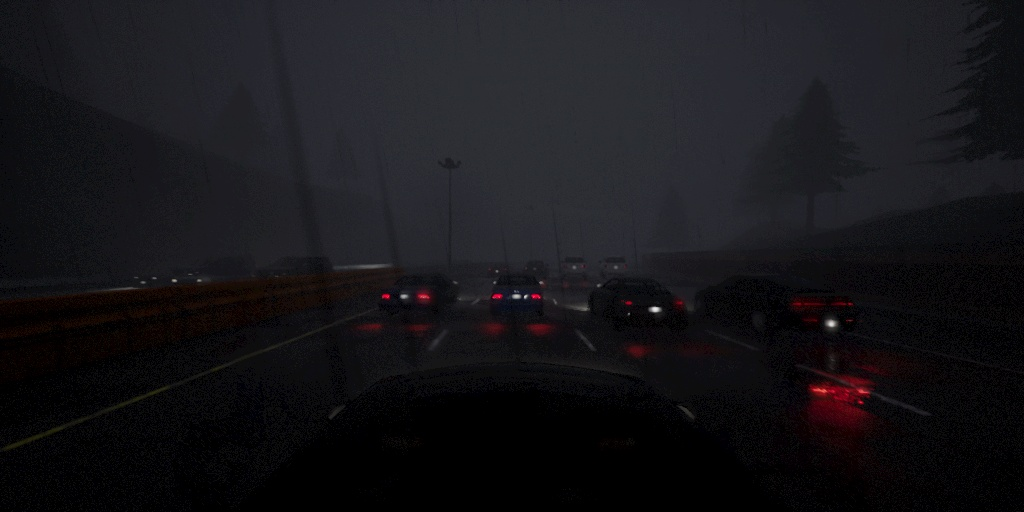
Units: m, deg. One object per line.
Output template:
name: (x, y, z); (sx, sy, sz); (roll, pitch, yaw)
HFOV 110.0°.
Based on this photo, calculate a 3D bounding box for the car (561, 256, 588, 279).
car: (5.766, 1.023, 33.112); (2.150, 2.045, 5.566); (0, 0, 10)

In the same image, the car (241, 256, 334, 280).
car: (-13.453, 1.005, 22.433); (2.150, 2.045, 5.566); (0, 0, 5)

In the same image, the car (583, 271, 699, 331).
car: (3.667, 1.329, 11.073); (1.994, 1.385, 4.181); (0, 0, 1)

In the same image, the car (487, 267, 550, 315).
car: (0.227, 1.317, 13.715); (2.033, 1.411, 5.357); (0, 0, 2)

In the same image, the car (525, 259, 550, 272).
car: (2.370, 1.155, 33.754); (2.097, 1.767, 4.553); (0, 0, 10)

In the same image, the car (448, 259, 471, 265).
car: (-8.549, 1.352, 61.423); (1.837, 1.490, 4.892); (0, 0, 20)

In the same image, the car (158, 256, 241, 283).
car: (-20.269, 1.008, 24.679); (2.150, 2.045, 5.566); (0, 0, 6)

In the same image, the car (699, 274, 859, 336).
car: (7.148, 1.269, 10.391); (1.837, 1.490, 4.892); (0, 0, 1)

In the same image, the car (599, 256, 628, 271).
car: (9.312, 1.023, 33.094); (2.150, 2.045, 5.566); (0, 0, 10)

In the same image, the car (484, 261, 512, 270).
car: (-1.020, 1.368, 34.672); (1.994, 1.385, 4.181); (0, 0, 10)

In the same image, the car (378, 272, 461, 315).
car: (-3.277, 1.317, 13.685); (2.033, 1.411, 5.357); (0, 0, 2)

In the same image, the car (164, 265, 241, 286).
car: (-17.064, 1.382, 21.139); (1.895, 1.301, 4.718); (0, 0, 4)

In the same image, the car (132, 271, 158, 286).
car: (-23.672, 1.336, 25.902); (2.033, 1.411, 5.357); (0, 0, 6)

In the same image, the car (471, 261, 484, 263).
car: (-4.733, 1.449, 61.715); (1.895, 1.301, 4.718); (0, 0, 20)
